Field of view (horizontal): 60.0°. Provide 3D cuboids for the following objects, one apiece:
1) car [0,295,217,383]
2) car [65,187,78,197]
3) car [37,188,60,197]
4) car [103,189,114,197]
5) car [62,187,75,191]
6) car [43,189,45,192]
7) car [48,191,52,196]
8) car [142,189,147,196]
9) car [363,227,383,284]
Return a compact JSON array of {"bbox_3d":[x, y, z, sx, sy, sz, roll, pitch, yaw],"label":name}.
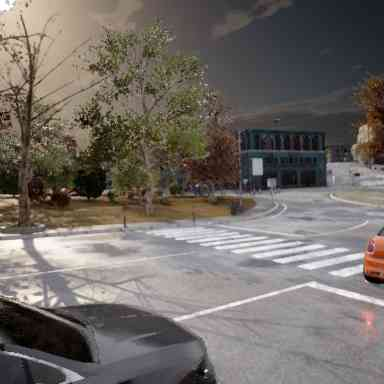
[{"bbox_3d":[-2.026,1.506,2.297,4.892,1.490,1.837,0,0,-36],"label":"car"},{"bbox_3d":[-23.025,0.338,67.963,2.163,1.488,4.792,-1,2,17],"label":"car"},{"bbox_3d":[-32.435,0.091,75.249,2.185,1.767,4.553,0,2,18],"label":"car"},{"bbox_3d":[-13.519,0.110,60.817,2.185,1.767,4.553,-2,2,16],"label":"car"},{"bbox_3d":[-25.393,0.049,69.762,2.435,2.045,5.566,0,2,17],"label":"car"},{"bbox_3d":[-30.078,0.251,73.449,2.097,1.535,5.008,0,3,18],"label":"car"},{"bbox_3d":[-27.744,0.282,71.614,2.231,1.521,4.892,-1,2,18],"label":"car"},{"bbox_3d":[-8.723,-0.098,57.302,2.435,2.045,5.566,-1,2,16],"label":"car"},{"bbox_3d":[6.289,1.317,8.230,4.553,1.767,2.097,0,0,-35],"label":"car"}]
